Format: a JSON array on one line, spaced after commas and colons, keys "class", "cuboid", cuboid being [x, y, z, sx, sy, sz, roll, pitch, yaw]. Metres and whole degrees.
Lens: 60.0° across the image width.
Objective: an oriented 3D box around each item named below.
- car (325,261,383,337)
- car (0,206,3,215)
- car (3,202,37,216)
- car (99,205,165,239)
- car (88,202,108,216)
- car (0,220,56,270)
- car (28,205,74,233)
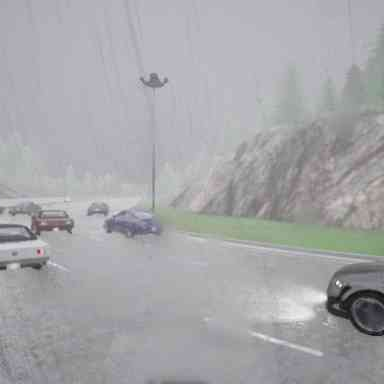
[{"class": "car", "cuboid": [4.438, 1.623, 5.368, 4.181, 1.385, 1.994, 0, 0, 35]}, {"class": "car", "cuboid": [-20.449, 1.730, 33.404, 1.895, 1.301, 4.718, 0, 0, -9]}, {"class": "car", "cuboid": [-16.908, 1.698, 34.011, 2.033, 1.411, 5.357, 0, 0, -10]}, {"class": "car", "cuboid": [-3.164, 1.634, 17.982, 1.812, 1.442, 4.674, 0, 0, -36]}, {"class": "car", "cuboid": [-10.031, 1.760, 35.852, 1.994, 1.385, 4.181, 0, 0, -10]}, {"class": "car", "cuboid": [-6.085, 1.644, 10.339, 1.895, 1.301, 4.718, 1, 0, -41]}, {"class": "car", "cuboid": [-8.332, 1.696, 19.624, 1.895, 1.301, 4.718, 0, 0, -30]}]
